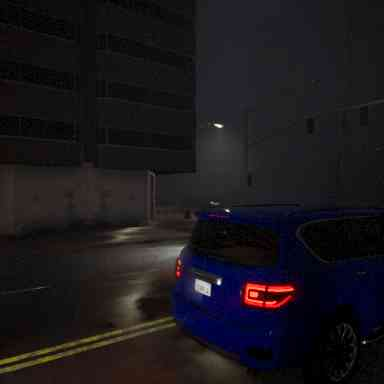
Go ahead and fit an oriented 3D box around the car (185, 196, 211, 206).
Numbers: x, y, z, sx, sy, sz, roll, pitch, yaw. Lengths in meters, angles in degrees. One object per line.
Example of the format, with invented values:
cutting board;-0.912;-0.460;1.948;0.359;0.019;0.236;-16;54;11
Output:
car;1.007;1.478;57.819;1.882;1.535;5.008;0;0;-36

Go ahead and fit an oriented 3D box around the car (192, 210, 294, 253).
car;2.265;1.564;14.309;4.181;1.385;1.994;0;0;-37

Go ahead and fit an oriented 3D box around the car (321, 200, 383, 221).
car;13.745;1.492;28.204;2.128;1.511;4.902;0;0;-36

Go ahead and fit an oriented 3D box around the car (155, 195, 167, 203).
car;-6.062;1.284;55.460;1.882;1.535;5.008;0;0;-36

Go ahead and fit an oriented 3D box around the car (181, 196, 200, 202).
car;0.165;1.352;53.030;2.097;1.767;4.553;0;0;-36

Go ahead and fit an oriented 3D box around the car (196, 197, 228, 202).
car;3.166;1.547;36.744;2.033;1.411;5.357;0;0;-36

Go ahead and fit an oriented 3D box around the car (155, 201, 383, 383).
car;2.328;1.221;5.469;5.566;2.045;2.150;0;0;-35
